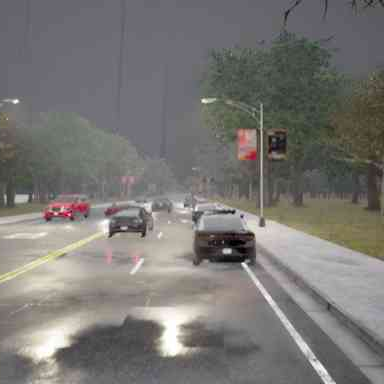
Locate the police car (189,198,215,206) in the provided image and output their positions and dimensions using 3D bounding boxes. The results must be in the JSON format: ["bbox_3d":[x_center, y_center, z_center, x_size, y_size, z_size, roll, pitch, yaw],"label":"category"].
[{"bbox_3d":[0.922,1.427,21.708,1.930,1.638,5.238,0,0,0],"label":"police car"}]

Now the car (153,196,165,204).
[{"bbox_3d":[-7.008,1.647,71.090,2.128,1.511,4.902,0,0,-1],"label":"car"}]

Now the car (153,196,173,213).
[{"bbox_3d":[-3.303,1.376,37.394,2.097,1.767,4.553,0,0,0],"label":"car"}]

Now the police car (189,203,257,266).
[{"bbox_3d":[0.957,1.421,11.695,1.930,1.638,5.238,0,0,0],"label":"police car"}]

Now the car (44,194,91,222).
[{"bbox_3d":[-9.931,1.229,26.981,2.150,2.045,5.566,0,0,0],"label":"car"}]

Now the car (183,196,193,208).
[{"bbox_3d":[-0.234,1.613,48.764,1.994,1.385,4.181,0,0,0],"label":"car"}]

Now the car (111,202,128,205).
[{"bbox_3d":[-6.704,1.614,30.636,1.895,1.301,4.718,0,0,0],"label":"car"}]

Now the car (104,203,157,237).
[{"bbox_3d":[-3.188,1.524,17.888,1.812,1.442,4.674,0,0,0],"label":"car"}]

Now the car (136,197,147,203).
[{"bbox_3d":[-10.214,1.654,67.540,2.033,1.411,5.357,0,0,-1],"label":"car"}]
